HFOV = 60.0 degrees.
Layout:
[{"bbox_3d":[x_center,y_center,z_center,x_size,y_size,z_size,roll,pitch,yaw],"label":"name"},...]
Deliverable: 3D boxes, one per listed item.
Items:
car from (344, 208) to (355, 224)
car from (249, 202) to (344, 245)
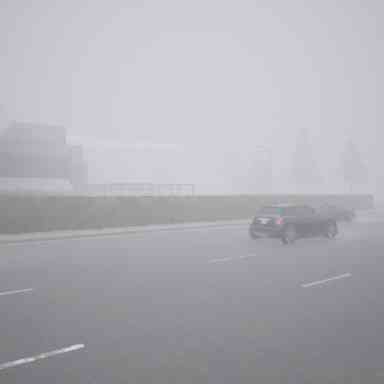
[{"bbox_3d":[9.594,1.491,23.486,4.902,1.511,2.128,0,0,-36],"label":"car"},{"bbox_3d":[4.877,1.352,15.821,4.553,1.767,2.097,0,0,-35],"label":"car"}]
